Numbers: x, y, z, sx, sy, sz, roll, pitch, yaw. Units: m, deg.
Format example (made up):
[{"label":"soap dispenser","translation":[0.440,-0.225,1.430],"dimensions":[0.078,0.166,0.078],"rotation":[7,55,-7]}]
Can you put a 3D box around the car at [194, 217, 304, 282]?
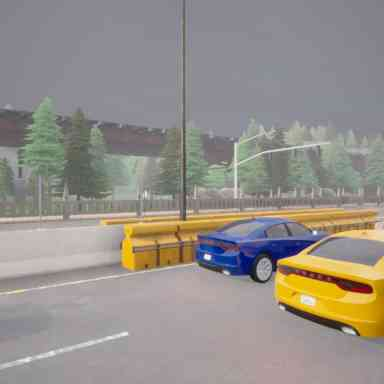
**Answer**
[{"label":"car","translation":[2.399,1.478,9.770],"dimensions":[5.008,1.535,1.882],"rotation":[0,0,-36]}]

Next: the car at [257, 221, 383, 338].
[{"label":"car","translation":[3.762,1.478,6.441],"dimensions":[5.008,1.535,1.882],"rotation":[0,0,-35]}]
